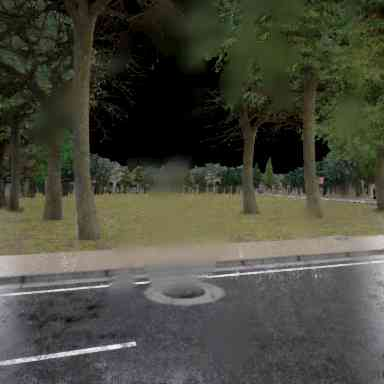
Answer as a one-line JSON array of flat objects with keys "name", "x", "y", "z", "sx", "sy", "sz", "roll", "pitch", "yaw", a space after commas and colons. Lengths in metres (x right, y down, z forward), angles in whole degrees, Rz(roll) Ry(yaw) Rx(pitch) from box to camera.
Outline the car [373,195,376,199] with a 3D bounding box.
[{"name": "car", "x": 44.754, "y": 1.295, "z": 79.771, "sx": 1.895, "sy": 1.301, "sz": 4.718, "roll": 0, "pitch": 0, "yaw": 4}]
